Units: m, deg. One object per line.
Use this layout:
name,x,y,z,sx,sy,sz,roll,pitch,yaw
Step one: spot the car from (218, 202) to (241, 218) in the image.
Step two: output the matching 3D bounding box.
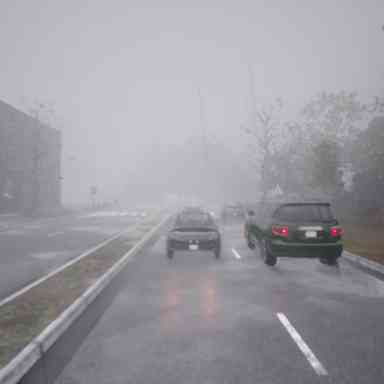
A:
car,3.323,1.555,27.906,2.128,1.511,4.902,0,0,0

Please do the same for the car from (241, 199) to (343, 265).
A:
car,3.315,1.250,11.876,2.150,2.045,5.566,0,0,0

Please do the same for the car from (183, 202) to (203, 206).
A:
car,0.083,1.590,28.969,1.812,1.442,4.674,0,0,0

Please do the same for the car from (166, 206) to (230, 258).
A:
car,0.070,1.521,12.893,2.128,1.511,4.902,0,0,0
